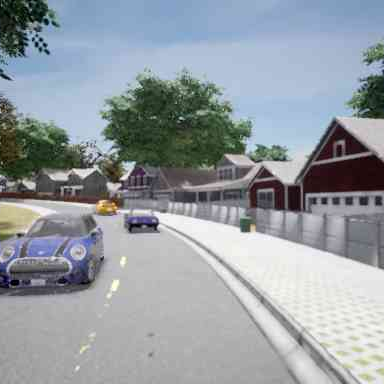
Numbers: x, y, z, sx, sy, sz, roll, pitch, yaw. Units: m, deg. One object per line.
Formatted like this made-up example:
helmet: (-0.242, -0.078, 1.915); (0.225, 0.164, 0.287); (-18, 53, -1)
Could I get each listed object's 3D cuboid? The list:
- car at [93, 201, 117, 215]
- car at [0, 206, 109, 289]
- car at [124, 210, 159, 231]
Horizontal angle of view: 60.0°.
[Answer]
car: (-10.035, 1.727, 37.913); (1.882, 1.535, 5.008); (1, 0, -28)
car: (-3.785, 1.457, 9.681); (2.097, 1.767, 4.553); (0, 0, -9)
car: (-3.511, 1.820, 22.357); (1.895, 1.301, 4.718); (0, -1, -16)
